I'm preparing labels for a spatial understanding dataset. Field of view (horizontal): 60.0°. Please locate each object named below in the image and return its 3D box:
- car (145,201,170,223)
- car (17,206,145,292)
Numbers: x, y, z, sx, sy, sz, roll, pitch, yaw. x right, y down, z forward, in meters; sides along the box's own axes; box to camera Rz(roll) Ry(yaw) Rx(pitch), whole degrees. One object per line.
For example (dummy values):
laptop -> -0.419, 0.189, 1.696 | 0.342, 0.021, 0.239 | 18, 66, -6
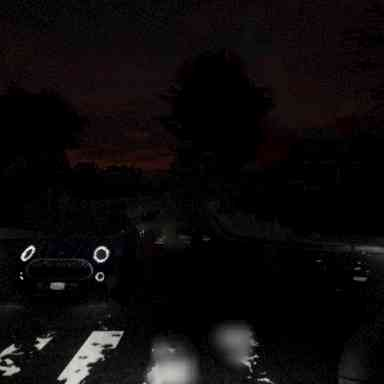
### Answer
car -> -2.734, 1.471, 25.931 | 1.882, 1.535, 5.008 | 0, 0, 0
car -> -2.736, 1.324, 9.030 | 2.097, 1.767, 4.553 | 1, 0, 0
